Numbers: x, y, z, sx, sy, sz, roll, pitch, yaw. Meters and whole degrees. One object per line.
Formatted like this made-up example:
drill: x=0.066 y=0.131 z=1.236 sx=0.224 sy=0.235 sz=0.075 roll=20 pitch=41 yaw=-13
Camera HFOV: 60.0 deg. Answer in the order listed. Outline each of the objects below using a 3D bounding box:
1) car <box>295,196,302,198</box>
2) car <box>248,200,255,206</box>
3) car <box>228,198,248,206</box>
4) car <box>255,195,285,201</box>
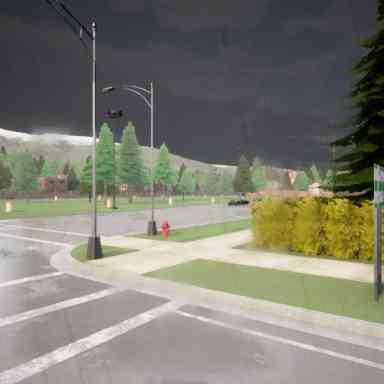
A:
car: x=21.428 y=1.547 z=66.725 sx=2.033 sy=1.411 sz=5.357 roll=0 pitch=0 yaw=36
car: x=11.168 y=1.526 z=52.561 sx=1.812 sy=1.442 sz=4.674 roll=0 pitch=0 yaw=36
car: x=7.681 y=1.600 z=53.715 sx=1.895 sy=1.301 sz=4.718 roll=0 pitch=0 yaw=36
car: x=11.000 y=1.563 z=46.362 sx=1.994 sy=1.385 sz=4.181 roll=0 pitch=0 yaw=36
